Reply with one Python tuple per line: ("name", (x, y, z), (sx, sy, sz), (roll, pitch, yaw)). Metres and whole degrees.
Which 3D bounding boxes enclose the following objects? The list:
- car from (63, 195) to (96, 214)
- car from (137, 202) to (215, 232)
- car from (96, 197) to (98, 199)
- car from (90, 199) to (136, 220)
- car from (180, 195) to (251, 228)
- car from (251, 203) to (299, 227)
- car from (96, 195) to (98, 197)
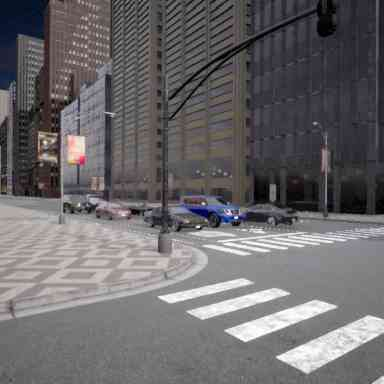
("car", (-13.103, 1.323, 37.471), (2.150, 2.045, 5.566), (1, -1, -36))
("car", (-1.182, 1.569, 20.780), (2.033, 1.411, 5.357), (1, -1, -35))
("car", (-10.591, 1.653, 39.541), (1.812, 1.442, 4.674), (1, -1, -35))
("car", (-6.879, 1.585, 28.747), (1.812, 1.442, 4.674), (1, -1, -36))
("car", (1.145, 1.269, 23.103), (2.150, 2.045, 5.566), (1, -1, -36))
("car", (5.156, 1.570, 23.435), (1.837, 1.490, 4.892), (1, -1, -36))
("car", (-17.000, 1.439, 54.416), (2.150, 2.045, 5.566), (1, -1, -36))
